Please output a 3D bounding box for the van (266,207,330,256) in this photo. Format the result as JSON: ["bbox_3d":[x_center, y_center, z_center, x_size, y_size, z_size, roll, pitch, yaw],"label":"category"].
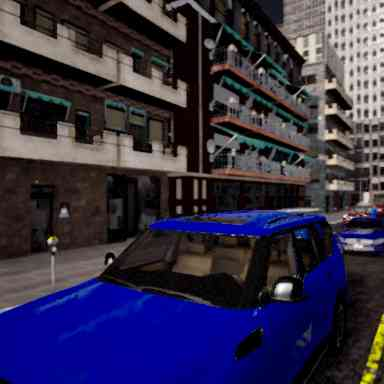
[{"bbox_3d":[4.914,1.627,15.068,1.690,1.788,3.998,-1,-2,35],"label":"van"}]

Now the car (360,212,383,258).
[{"bbox_3d":[7.528,1.805,14.316,1.812,1.442,4.674,-1,-1,35],"label":"car"}]

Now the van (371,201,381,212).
[{"bbox_3d":[17.498,1.985,33.348,1.690,1.788,3.998,-1,-2,35],"label":"van"}]

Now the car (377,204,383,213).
[{"bbox_3d":[30.085,2.544,51.624,1.887,1.381,4.507,-1,-2,35],"label":"car"}]

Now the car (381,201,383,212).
[{"bbox_3d":[23.791,2.136,42.489,2.192,1.841,5.009,-1,-2,35],"label":"car"}]

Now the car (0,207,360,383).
[{"bbox_3d":[0.380,1.299,4.107,2.150,2.045,5.566,-1,-1,35],"label":"car"}]

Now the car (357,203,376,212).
[{"bbox_3d":[14.353,1.995,28.776,1.967,1.590,4.097,-1,-2,35],"label":"car"}]
